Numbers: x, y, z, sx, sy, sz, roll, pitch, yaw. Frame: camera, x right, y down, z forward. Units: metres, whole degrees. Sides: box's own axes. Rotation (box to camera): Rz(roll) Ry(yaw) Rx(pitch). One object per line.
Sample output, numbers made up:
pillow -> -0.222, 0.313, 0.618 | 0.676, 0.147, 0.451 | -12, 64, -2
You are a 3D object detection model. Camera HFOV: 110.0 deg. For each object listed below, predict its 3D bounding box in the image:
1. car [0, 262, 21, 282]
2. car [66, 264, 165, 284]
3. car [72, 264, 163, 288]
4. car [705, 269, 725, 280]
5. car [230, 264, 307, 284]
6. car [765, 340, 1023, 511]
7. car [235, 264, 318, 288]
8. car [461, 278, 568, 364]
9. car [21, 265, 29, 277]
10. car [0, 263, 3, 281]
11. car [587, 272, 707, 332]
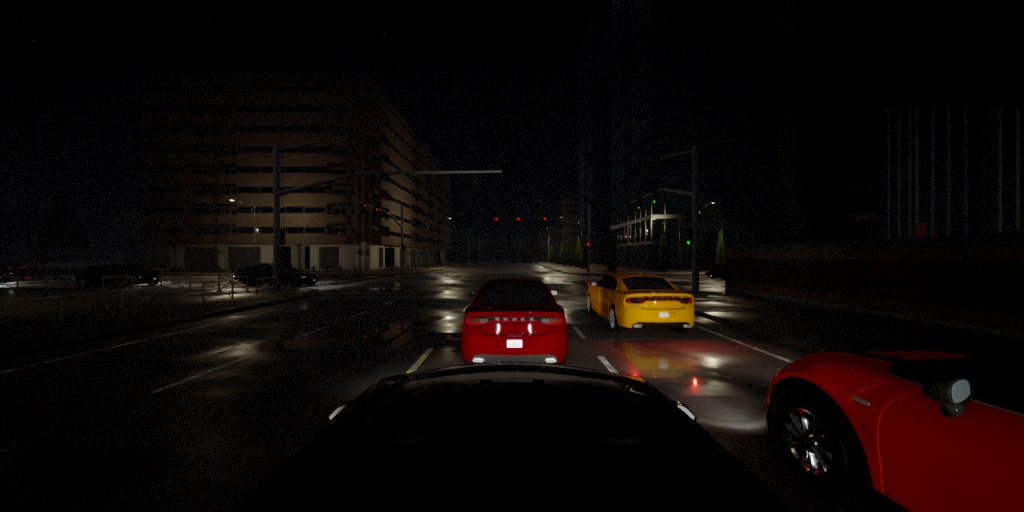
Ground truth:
car -> -41.727, 1.331, 27.743 | 4.674, 1.442, 1.812 | 0, 0, 0
car -> -30.467, 1.353, 27.681 | 5.357, 1.411, 2.033 | 0, 0, 0
car -> -26.494, 1.312, 24.166 | 4.892, 1.490, 1.837 | 0, 0, 0
car -> 19.530, 1.406, 31.180 | 4.718, 1.301, 1.895 | 0, 0, 0
car -> -18.675, 1.331, 27.646 | 4.674, 1.442, 1.812 | 0, 0, 0
car -> 3.600, 1.102, 1.733 | 2.097, 1.767, 4.553 | 0, 0, 0
car -> -15.469, 1.331, 23.981 | 4.674, 1.442, 1.812 | 0, 0, 4
car -> 0.061, 1.228, 8.105 | 1.882, 1.535, 5.008 | 0, 0, 0
car -> -50.339, 1.297, 34.913 | 4.902, 1.511, 2.128 | 0, 0, 1
car -> -38.050, 1.369, 24.221 | 4.181, 1.385, 1.994 | 0, 0, 0
car -> 3.580, 1.228, 10.879 | 1.882, 1.535, 5.008 | 0, 0, 0
